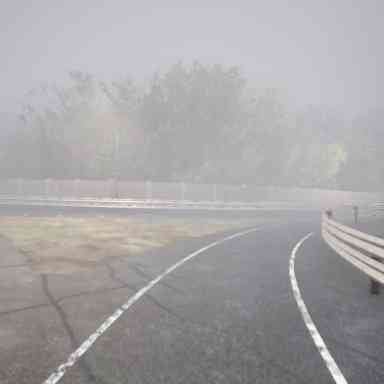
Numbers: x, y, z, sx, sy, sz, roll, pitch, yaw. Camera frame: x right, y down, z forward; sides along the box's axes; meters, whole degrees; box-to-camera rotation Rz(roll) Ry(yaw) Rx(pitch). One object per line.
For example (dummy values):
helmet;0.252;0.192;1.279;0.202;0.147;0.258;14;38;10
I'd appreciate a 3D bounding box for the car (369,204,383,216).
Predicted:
car;22.049;2.110;37.833;5.357;1.411;2.033;2;0;-37
